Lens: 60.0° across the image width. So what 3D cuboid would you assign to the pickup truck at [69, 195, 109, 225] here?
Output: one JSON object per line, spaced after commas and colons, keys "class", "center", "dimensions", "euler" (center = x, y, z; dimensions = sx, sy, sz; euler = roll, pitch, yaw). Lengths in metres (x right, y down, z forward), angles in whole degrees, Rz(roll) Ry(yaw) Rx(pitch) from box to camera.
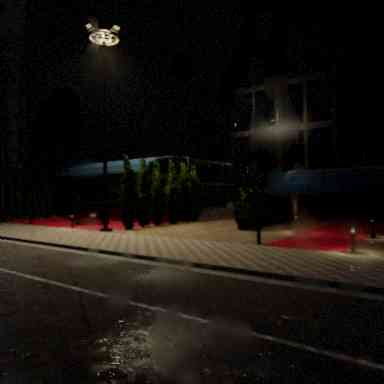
{"class": "pickup truck", "center": [-8.093, 1.294, 25.754], "dimensions": [2.390, 2.098, 6.274], "euler": [0, 0, -24]}
